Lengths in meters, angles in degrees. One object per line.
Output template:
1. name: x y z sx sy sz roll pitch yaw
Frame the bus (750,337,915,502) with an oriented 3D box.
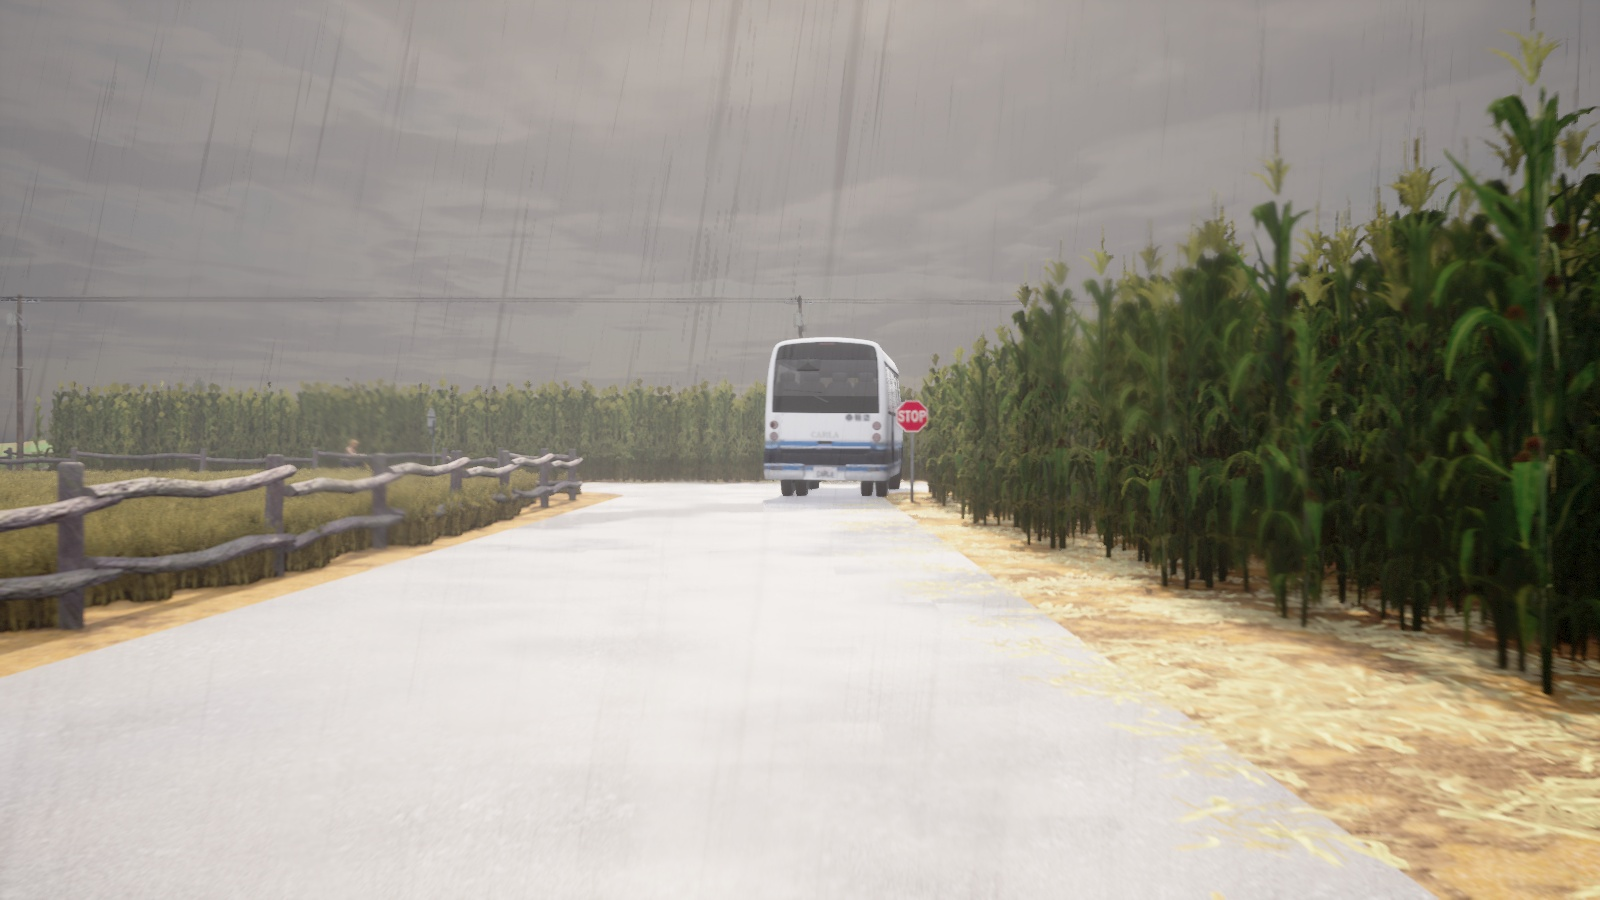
1. bus: 1.291 -0.842 37.785 3.944 4.253 10.273 1 1 7
